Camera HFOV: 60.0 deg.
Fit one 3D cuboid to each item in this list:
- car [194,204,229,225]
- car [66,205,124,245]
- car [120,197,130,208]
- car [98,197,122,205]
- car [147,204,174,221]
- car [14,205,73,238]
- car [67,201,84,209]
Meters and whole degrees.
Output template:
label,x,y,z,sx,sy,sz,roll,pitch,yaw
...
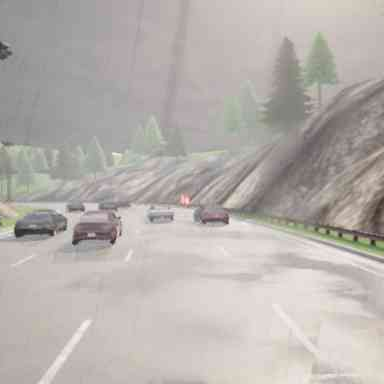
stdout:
label,x,y,z,sx,sy,sz,roll,pitch,yaw
car,1.361,1.583,24.682,1.994,1.385,4.181,-1,0,-9
car,-4.404,1.596,15.891,1.812,1.442,4.674,0,0,-7
car,-11.119,1.545,51.034,2.097,1.767,4.553,-1,0,-30
car,-10.544,1.665,41.225,2.128,1.511,4.902,0,0,-23
car,-2.695,1.669,27.782,1.895,1.301,4.718,-1,0,-11
car,-8.332,1.682,18.727,1.994,1.385,4.181,-1,0,-9
car,-15.102,1.789,42.846,1.994,1.385,4.181,0,0,-26
